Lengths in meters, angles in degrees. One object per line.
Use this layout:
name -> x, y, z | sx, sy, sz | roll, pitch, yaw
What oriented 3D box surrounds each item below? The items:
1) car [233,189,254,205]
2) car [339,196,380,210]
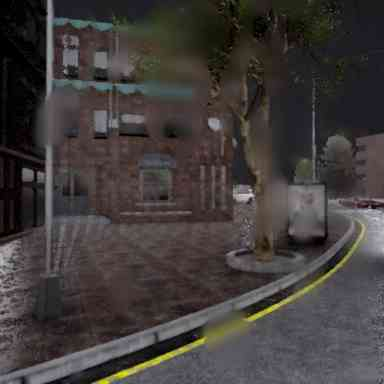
car -> 5.785, 0.662, 42.735 | 5.566, 2.045, 2.435 | 0, -1, -43
car -> 16.782, 1.089, 33.680 | 1.895, 1.301, 4.718 | 0, 1, -1
